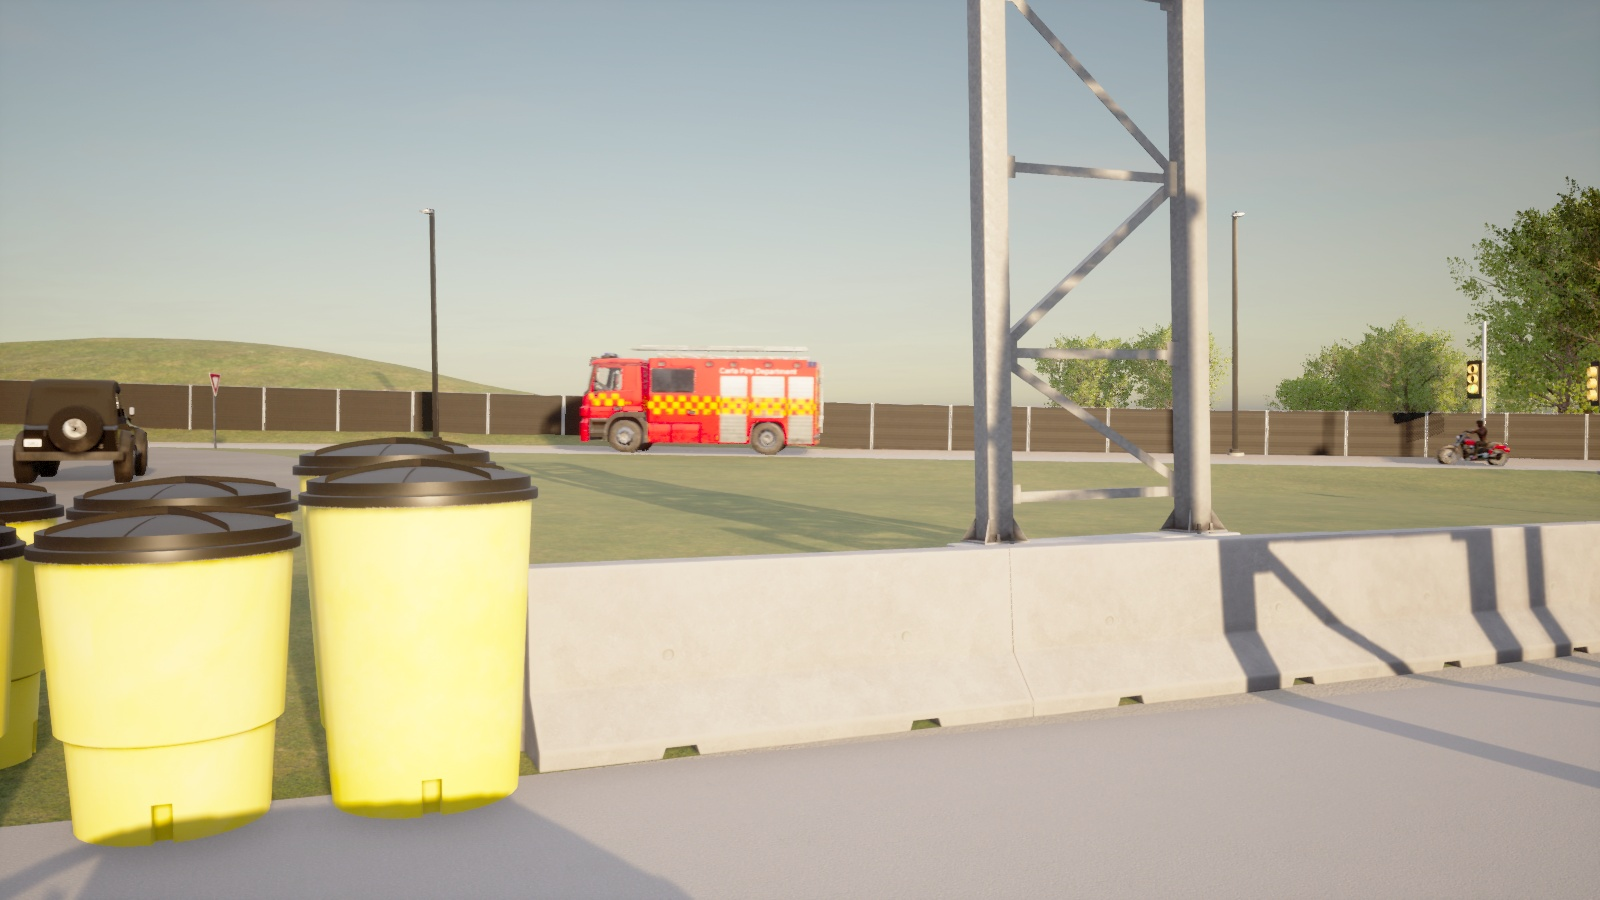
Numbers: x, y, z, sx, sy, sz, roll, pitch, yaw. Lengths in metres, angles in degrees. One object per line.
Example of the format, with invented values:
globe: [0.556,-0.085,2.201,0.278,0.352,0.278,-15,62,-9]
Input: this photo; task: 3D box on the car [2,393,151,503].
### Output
car: [-13.610,-0.096,23.846,1.905,1.878,3.866,-1,2,-22]

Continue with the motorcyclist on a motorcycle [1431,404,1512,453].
motorcyclist on a motorcycle: [23.151,-0.738,43.322,2.350,1.649,0.766,0,2,4]

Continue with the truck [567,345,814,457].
truck: [-3.823,-1.716,45.166,8.468,3.827,2.891,0,2,4]
